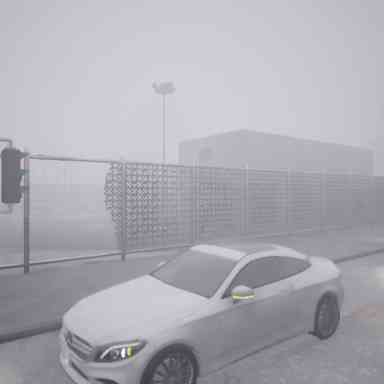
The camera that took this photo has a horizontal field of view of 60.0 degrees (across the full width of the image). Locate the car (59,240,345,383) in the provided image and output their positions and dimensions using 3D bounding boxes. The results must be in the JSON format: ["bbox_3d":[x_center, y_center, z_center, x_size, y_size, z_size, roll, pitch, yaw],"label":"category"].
[{"bbox_3d":[0.504,1.525,5.008,4.674,1.442,1.812,0,0,-37],"label":"car"}]
